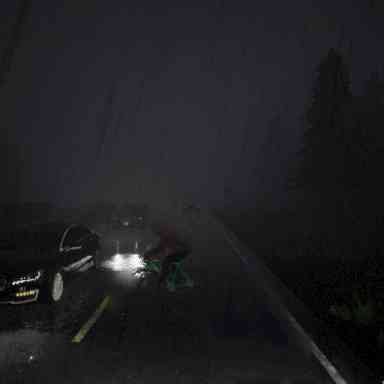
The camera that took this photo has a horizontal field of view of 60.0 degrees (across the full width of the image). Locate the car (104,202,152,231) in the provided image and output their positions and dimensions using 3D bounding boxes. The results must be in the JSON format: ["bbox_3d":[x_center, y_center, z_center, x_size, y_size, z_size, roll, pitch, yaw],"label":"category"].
[{"bbox_3d":[-3.618,1.489,20.764,2.128,1.511,4.902,0,0,0],"label":"car"}]

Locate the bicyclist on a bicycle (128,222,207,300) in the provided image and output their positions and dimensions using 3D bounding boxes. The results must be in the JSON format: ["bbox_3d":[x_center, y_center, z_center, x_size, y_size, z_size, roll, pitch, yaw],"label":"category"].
[{"bbox_3d":[-0.525,1.454,6.894,1.656,1.620,0.582,-2,0,0],"label":"bicyclist on a bicycle"}]

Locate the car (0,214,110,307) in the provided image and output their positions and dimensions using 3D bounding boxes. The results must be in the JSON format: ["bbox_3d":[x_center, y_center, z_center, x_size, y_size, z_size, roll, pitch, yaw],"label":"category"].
[{"bbox_3d":[-3.602,1.504,8.157,1.837,1.490,4.892,0,0,0],"label":"car"}]

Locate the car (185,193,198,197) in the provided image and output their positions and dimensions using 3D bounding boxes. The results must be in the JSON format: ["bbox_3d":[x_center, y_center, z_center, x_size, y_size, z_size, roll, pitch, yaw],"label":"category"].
[{"bbox_3d":[-0.045,1.214,44.987,2.150,2.045,5.566,0,0,0],"label":"car"}]

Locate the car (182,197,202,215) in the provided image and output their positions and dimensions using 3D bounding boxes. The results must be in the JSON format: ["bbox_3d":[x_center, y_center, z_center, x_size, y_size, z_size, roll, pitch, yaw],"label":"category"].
[{"bbox_3d":[0.014,1.520,33.865,1.812,1.442,4.674,0,0,0],"label":"car"}]

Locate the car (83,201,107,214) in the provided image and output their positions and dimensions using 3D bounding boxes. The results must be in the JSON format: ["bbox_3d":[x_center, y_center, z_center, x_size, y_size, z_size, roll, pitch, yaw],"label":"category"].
[{"bbox_3d":[-6.506,1.451,23.996,1.816,1.474,4.193,6,0,-2],"label":"car"}]
